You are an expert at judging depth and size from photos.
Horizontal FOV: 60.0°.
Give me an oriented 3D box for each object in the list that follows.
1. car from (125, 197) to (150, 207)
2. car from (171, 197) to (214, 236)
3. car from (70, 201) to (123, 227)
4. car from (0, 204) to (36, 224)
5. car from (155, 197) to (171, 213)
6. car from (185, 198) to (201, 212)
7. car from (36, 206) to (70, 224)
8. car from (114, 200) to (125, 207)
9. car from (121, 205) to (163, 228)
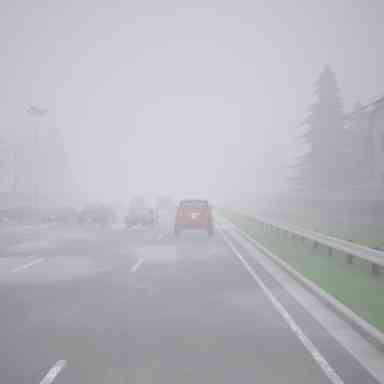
[{"bbox_3d":[-6.898,1.612,44.159,2.150,2.045,5.566,0,0,0],"label":"car"},{"bbox_3d":[0.102,1.400,19.951,2.150,2.045,5.566,0,0,0],"label":"car"},{"bbox_3d":[-6.899,1.709,24.651,2.128,1.511,4.902,0,0,0],"label":"car"},{"bbox_3d":[-13.897,1.746,27.214,1.837,1.490,4.892,0,0,0],"label":"car"},{"bbox_3d":[-3.400,1.596,42.282,2.150,2.045,5.566,0,0,0],"label":"car"},{"bbox_3d":[0.106,1.760,46.295,2.097,1.767,4.553,0,-1,0],"label":"car"},{"bbox_3d":[-10.398,1.800,26.760,1.994,1.385,4.181,0,0,0],"label":"car"},{"bbox_3d":[-10.396,1.908,47.179,2.128,1.511,4.902,0,0,0],"label":"car"},{"bbox_3d":[-3.397,1.809,23.568,1.895,1.301,4.718,0,0,0],"label":"car"}]
